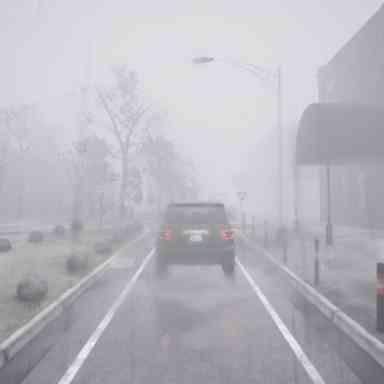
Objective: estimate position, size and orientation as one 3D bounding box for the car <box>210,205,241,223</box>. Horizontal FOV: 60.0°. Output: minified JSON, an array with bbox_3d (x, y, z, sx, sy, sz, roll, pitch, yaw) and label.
[{"bbox_3d":[3.296,2.039,31.577,2.128,1.511,4.902,0,-2,15],"label":"car"}]

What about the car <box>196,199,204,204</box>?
[{"bbox_3d":[2.280,2.529,92.383,1.994,1.385,4.181,0,-1,5],"label":"car"}]

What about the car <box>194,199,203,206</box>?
[{"bbox_3d":[1.598,2.416,77.890,2.128,1.511,4.902,0,0,2],"label":"car"}]

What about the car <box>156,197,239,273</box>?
[{"bbox_3d":[0.099,1.250,10.863,2.150,2.045,5.566,0,0,0],"label":"car"}]
